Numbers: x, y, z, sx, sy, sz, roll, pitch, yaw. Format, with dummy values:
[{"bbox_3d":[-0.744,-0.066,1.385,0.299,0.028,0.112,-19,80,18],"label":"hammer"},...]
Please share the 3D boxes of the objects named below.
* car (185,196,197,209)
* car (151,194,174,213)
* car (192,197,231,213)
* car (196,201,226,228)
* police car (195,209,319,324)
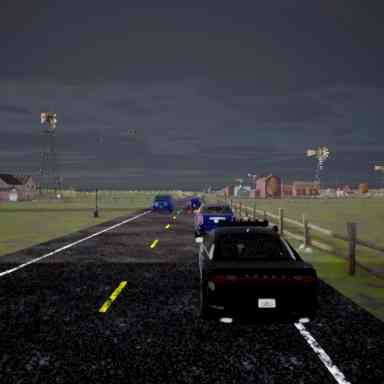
[{"bbox_3d":[0.376,1.559,45.311,1.812,1.442,4.674,0,0,1],"label":"car"},{"bbox_3d":[-3.222,1.241,37.607,2.150,2.045,5.566,0,0,0],"label":"car"},{"bbox_3d":[1.184,1.353,17.316,2.097,1.767,4.553,0,0,0],"label":"car"},{"bbox_3d":[1.229,1.462,23.535,1.801,1.575,5.366,0,0,0],"label":"car"},{"bbox_3d":[1.116,1.425,7.455,1.930,1.638,5.238,0,0,0],"label":"police car"}]
